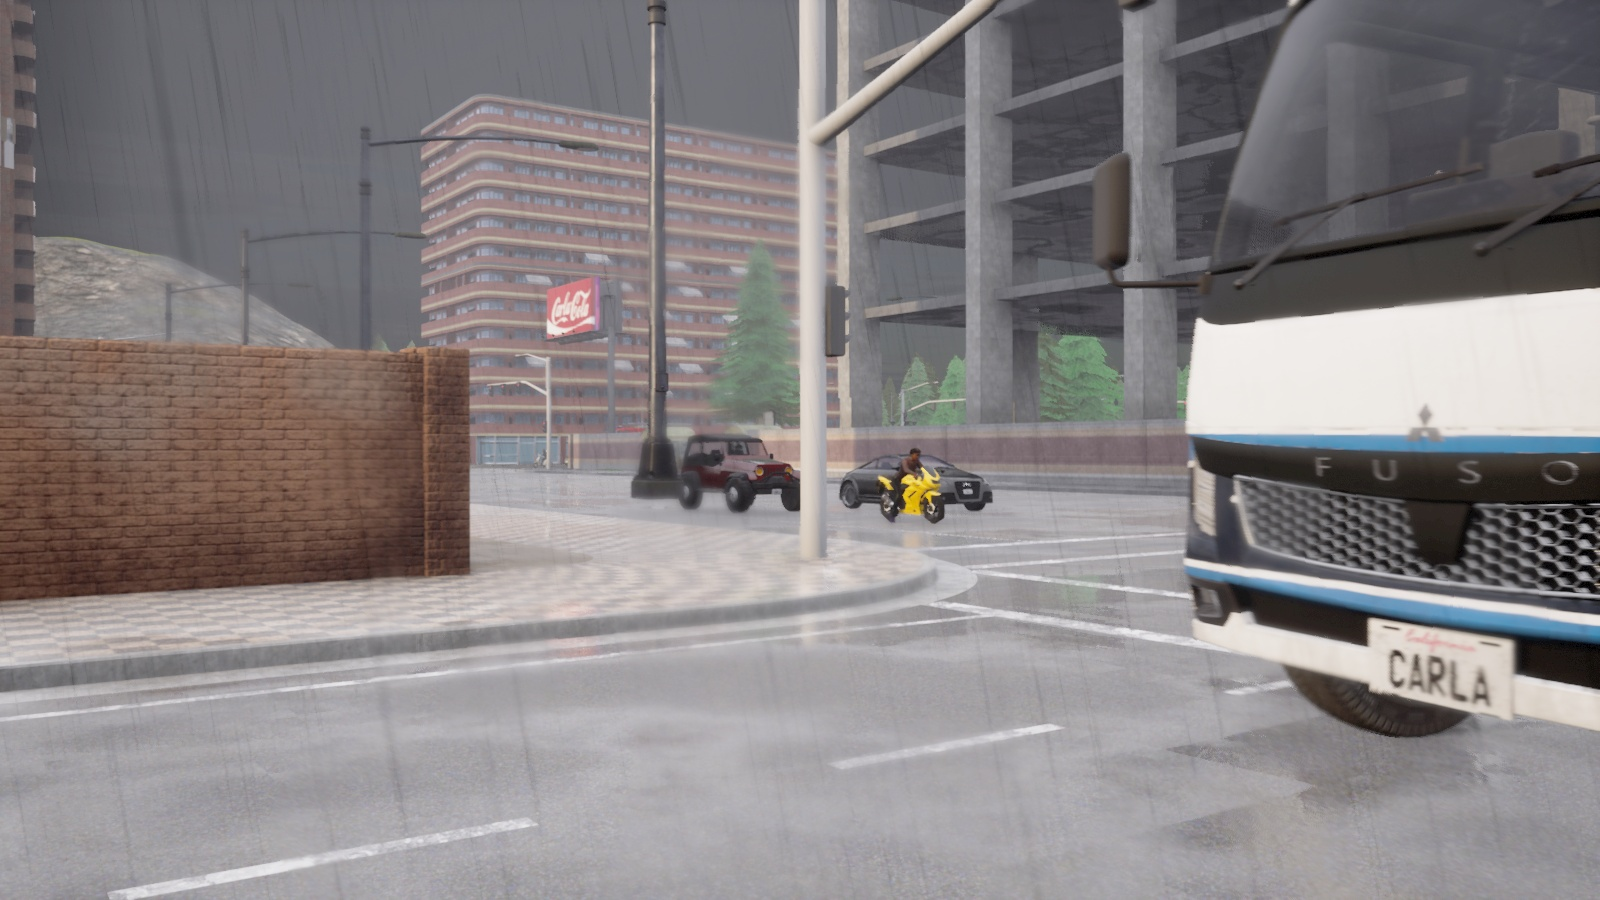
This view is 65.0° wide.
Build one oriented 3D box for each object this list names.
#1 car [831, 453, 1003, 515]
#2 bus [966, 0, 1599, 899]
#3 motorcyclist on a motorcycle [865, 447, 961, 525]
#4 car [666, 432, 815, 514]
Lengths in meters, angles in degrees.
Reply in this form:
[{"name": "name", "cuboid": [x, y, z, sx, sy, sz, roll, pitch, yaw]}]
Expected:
[{"name": "car", "cuboid": [2.785, 0.775, 30.799, 1.994, 1.385, 4.181, 0, 0, -34]}, {"name": "bus", "cuboid": [6.312, -0.675, 6.716, 10.273, 4.253, 3.944, 0, 1, -26]}, {"name": "motorcyclist on a motorcycle", "cuboid": [2.257, 0.700, 25.375, 0.797, 1.523, 2.044, 0, 0, -35]}, {"name": "car", "cuboid": [-1.514, 0.535, 30.883, 1.905, 1.878, 3.866, 0, 0, -34]}]
